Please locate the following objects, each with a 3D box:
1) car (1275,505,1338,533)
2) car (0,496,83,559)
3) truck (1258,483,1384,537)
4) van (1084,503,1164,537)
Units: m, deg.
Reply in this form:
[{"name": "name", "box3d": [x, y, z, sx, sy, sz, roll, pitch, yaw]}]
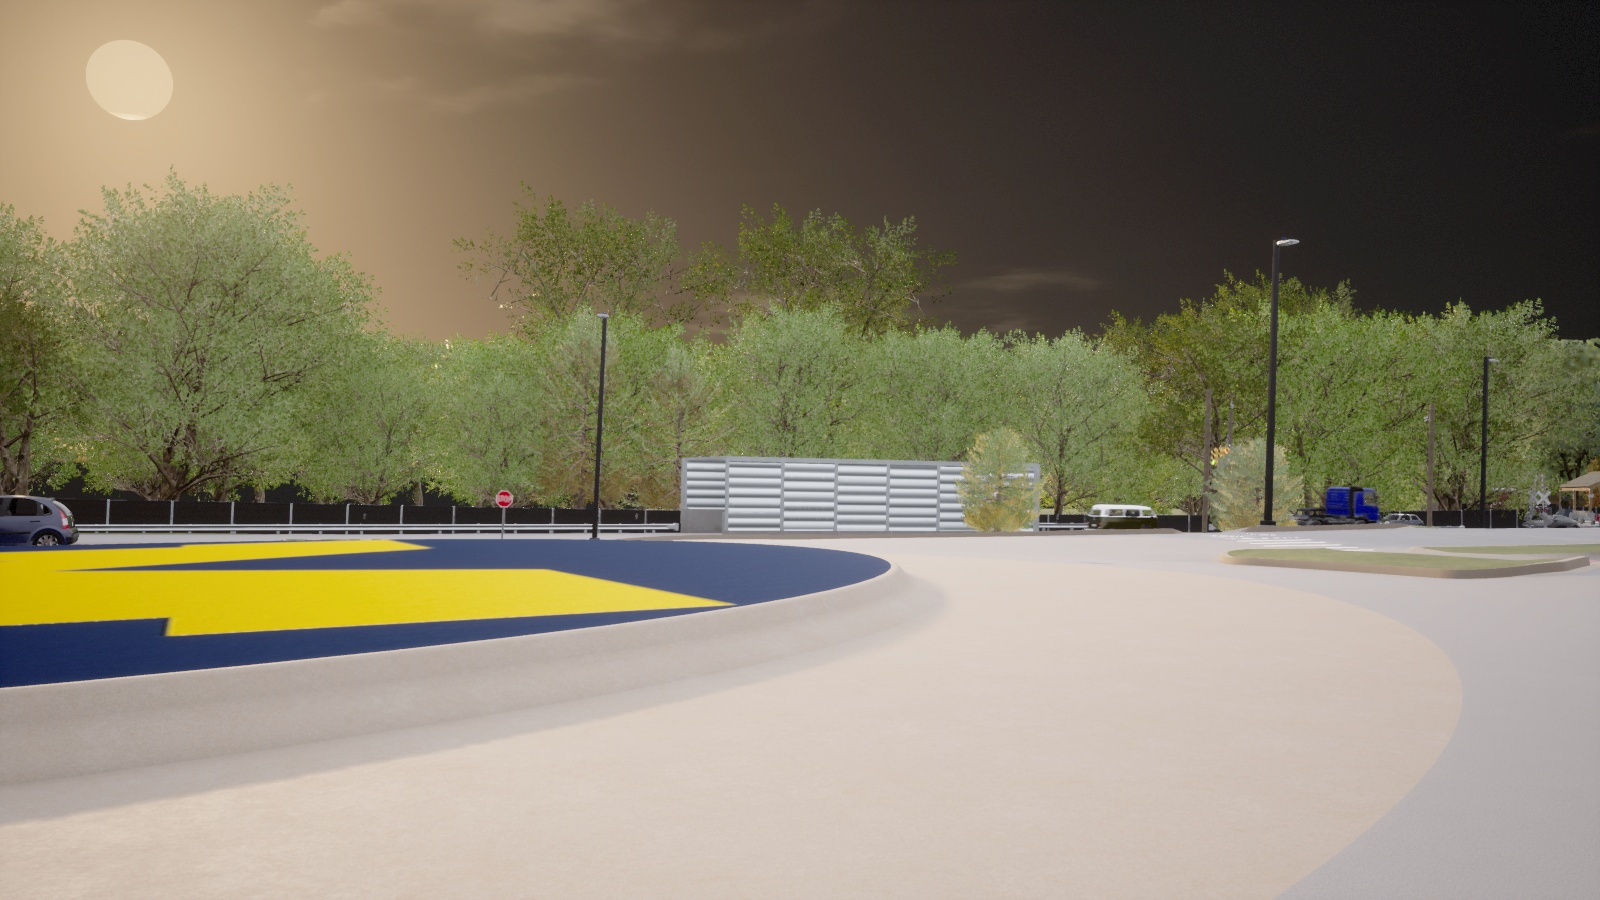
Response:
[{"name": "car", "box3d": [35.728, 4.847, 88.596, 3.866, 1.878, 1.905, 1, -1, -21]}, {"name": "car", "box3d": [-21.733, 2.070, 33.839, 3.988, 1.617, 1.851, 2, -1, -24]}, {"name": "truck", "box3d": [35.130, 3.987, 84.677, 7.936, 3.462, 2.891, 1, -1, -20]}, {"name": "van", "box3d": [20.418, 4.392, 79.114, 4.480, 2.038, 2.069, 1, -1, -21]}]
